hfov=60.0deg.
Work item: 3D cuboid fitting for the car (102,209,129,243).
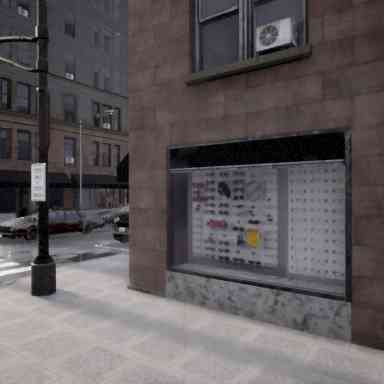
[{"bbox_3d":[-1.633,1.560,15.187,1.947,1.339,4.313,0,0,35],"label":"car"}]

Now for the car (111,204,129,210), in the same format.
[{"bbox_3d":[-5.021,1.583,24.260,2.008,1.369,4.403,0,0,35],"label":"car"}]

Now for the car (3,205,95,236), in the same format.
[{"bbox_3d":[-8.261,1.554,19.713,1.752,1.417,4.829,0,0,35],"label":"car"}]

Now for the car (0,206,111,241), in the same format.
[{"bbox_3d":[-7.025,1.564,17.028,2.033,1.411,5.357,0,0,35],"label":"car"}]
